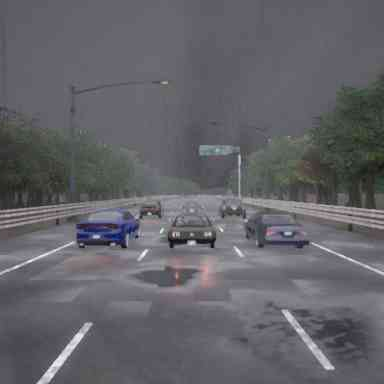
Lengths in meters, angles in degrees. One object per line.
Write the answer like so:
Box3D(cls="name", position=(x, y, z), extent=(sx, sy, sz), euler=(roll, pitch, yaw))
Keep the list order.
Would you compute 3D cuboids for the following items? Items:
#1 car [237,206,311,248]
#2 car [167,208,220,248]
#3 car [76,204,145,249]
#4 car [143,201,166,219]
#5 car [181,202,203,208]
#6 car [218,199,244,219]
Box3D(cls="car", position=(3.500, 1.566, 14.650), extent=(2.033, 1.411, 5.357), euler=(0, 0, 0))
Box3D(cls="car", position=(0.000, 1.619, 14.681), extent=(1.895, 1.301, 4.718), euler=(0, 0, 0))
Box3D(cls="car", position=(-3.500, 1.487, 14.650), extent=(1.882, 1.535, 5.008), euler=(0, 0, 0))
Box3D(cls="car", position=(-3.500, 1.533, 29.650), extent=(1.837, 1.490, 4.892), euler=(0, 0, 0))
Box3D(cls="car", position=(0.000, 1.580, 29.651), extent=(2.033, 1.411, 5.357), euler=(0, 0, 0))
Box3D(cls="car", position=(3.500, 1.383, 29.620), extent=(2.097, 1.767, 4.553), euler=(0, 0, 0))
